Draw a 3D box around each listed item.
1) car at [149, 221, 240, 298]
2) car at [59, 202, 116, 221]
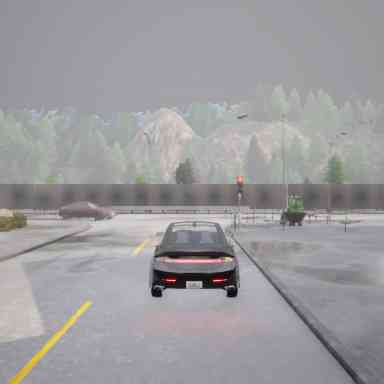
[{"bbox_3d":[0.064,1.491,8.533,2.128,1.511,4.902,0,0,1],"label":"car"},{"bbox_3d":[-8.343,1.525,26.595,4.674,1.442,1.812,0,-1,17],"label":"car"}]
